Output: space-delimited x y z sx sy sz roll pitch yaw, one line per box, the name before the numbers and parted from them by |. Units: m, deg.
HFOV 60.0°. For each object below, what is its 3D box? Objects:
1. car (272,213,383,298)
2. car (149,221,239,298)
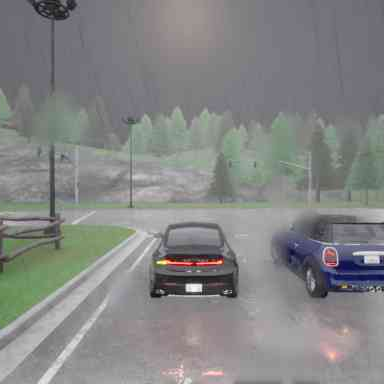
car | 3.552 1.352 8.667 2.097 1.767 4.553 0 0 0
car | 0.051 1.505 8.502 1.837 1.490 4.892 0 0 0
